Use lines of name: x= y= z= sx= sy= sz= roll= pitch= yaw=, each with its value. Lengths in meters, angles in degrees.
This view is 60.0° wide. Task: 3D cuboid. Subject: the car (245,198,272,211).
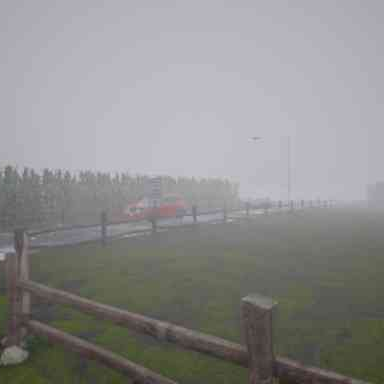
car: x=8.381 y=1.511 z=41.816 sx=1.882 sy=1.535 sz=5.008 roll=0 pitch=0 yaw=35

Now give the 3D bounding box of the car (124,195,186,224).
car: x=-2.691 y=1.235 z=25.728 sx=2.150 sy=2.045 sz=5.566 roll=0 pitch=0 yaw=34
